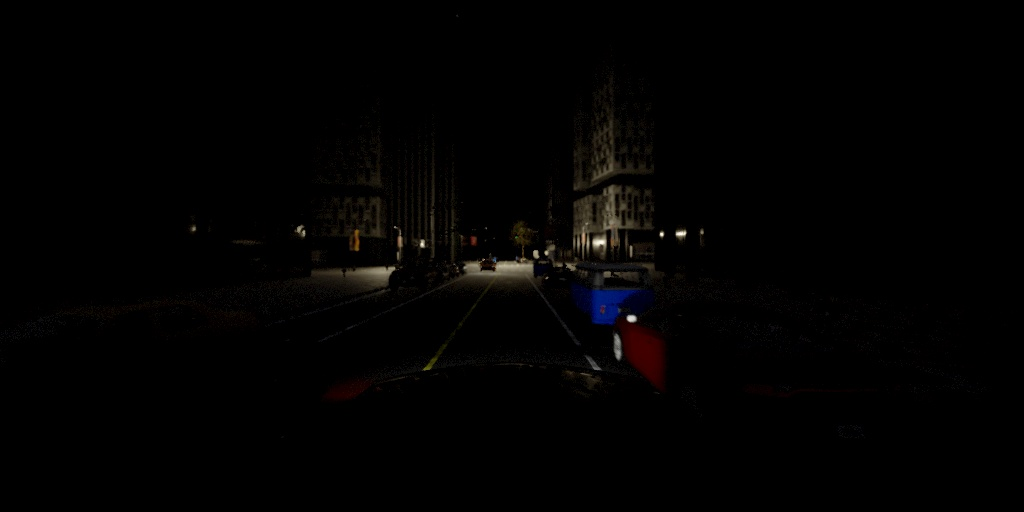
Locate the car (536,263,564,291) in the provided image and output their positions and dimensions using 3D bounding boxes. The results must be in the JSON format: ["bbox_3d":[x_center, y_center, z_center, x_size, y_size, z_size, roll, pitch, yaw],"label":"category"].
[{"bbox_3d":[2.768,1.305,21.689,1.948,1.339,4.313,0,0,0],"label":"car"}]

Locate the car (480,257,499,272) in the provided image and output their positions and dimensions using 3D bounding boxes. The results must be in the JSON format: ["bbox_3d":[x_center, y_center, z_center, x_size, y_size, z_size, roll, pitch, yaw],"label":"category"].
[{"bbox_3d":[-2.989,1.252,45.478,1.882,1.535,5.008,0,0,0],"label":"car"}]

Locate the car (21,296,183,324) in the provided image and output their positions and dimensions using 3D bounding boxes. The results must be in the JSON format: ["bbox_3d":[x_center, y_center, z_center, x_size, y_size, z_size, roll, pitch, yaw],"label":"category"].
[{"bbox_3d":[-5.761,1.274,4.978,1.751,1.417,4.829,0,0,0],"label":"car"}]

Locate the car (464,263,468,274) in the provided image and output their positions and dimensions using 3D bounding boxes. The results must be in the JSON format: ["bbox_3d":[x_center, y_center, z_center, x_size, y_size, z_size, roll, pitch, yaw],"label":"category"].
[{"bbox_3d":[-5.754,1.282,38.227,2.007,1.370,4.403,0,0,0],"label":"car"}]

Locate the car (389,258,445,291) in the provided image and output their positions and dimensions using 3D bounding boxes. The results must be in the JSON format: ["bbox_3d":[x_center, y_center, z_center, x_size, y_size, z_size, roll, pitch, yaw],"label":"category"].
[{"bbox_3d":[-5.758,1.054,21.688,2.192,1.841,5.009,0,0,0],"label":"car"}]

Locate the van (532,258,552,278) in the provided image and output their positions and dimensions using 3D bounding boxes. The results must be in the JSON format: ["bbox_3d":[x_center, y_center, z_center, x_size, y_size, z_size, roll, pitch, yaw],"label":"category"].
[{"bbox_3d":[2.770,1.074,32.714,1.690,1.789,3.998,0,0,0],"label":"van"}]

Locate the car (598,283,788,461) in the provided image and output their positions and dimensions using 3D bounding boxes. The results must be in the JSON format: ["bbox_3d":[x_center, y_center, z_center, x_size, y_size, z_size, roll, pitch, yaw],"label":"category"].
[{"bbox_3d":[2.764,1.293,5.151,1.888,1.381,4.507,0,0,0],"label":"car"}]

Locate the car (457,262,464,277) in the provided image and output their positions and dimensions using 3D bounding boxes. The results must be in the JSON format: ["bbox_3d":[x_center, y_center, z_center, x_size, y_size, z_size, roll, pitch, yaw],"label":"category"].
[{"bbox_3d":[-5.755,1.259,32.544,1.751,1.417,4.829,0,0,0],"label":"car"}]

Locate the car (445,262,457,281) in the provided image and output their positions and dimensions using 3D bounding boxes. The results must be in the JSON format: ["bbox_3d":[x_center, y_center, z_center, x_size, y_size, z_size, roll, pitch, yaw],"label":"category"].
[{"bbox_3d":[-5.756,1.287,27.201,2.007,1.370,4.403,0,0,0],"label":"car"}]

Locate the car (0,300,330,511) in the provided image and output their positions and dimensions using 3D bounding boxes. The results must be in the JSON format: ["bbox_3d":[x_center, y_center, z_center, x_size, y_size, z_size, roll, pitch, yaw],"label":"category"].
[{"bbox_3d":[-3.099,1.297,1.943,2.033,1.411,5.357,0,0,0],"label":"car"}]

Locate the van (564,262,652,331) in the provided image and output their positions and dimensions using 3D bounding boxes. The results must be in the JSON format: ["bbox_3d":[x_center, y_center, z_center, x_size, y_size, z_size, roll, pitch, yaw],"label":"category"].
[{"bbox_3d":[2.765,1.086,10.664,1.690,1.789,3.998,0,0,0],"label":"van"}]
